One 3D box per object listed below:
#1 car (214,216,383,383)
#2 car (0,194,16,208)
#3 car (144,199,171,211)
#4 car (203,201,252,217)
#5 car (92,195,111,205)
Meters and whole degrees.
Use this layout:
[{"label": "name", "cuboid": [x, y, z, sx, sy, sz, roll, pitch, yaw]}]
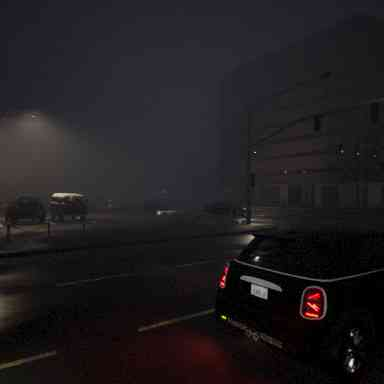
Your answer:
[{"label": "car", "cuboid": [2.637, 1.352, 5.682, 4.553, 1.767, 2.097, 0, 0, -35]}, {"label": "car", "cuboid": [-31.674, 1.209, 56.493, 1.932, 1.855, 4.605, 0, 0, -35]}, {"label": "car", "cuboid": [-4.485, 1.581, 42.316, 1.812, 1.442, 4.674, 0, 0, -36]}, {"label": "car", "cuboid": [3.208, 1.603, 31.455, 2.033, 1.411, 5.357, 0, 0, -35]}, {"label": "car", "cuboid": [-15.907, 1.406, 58.529, 2.097, 1.767, 4.553, 0, 0, -35]}]
